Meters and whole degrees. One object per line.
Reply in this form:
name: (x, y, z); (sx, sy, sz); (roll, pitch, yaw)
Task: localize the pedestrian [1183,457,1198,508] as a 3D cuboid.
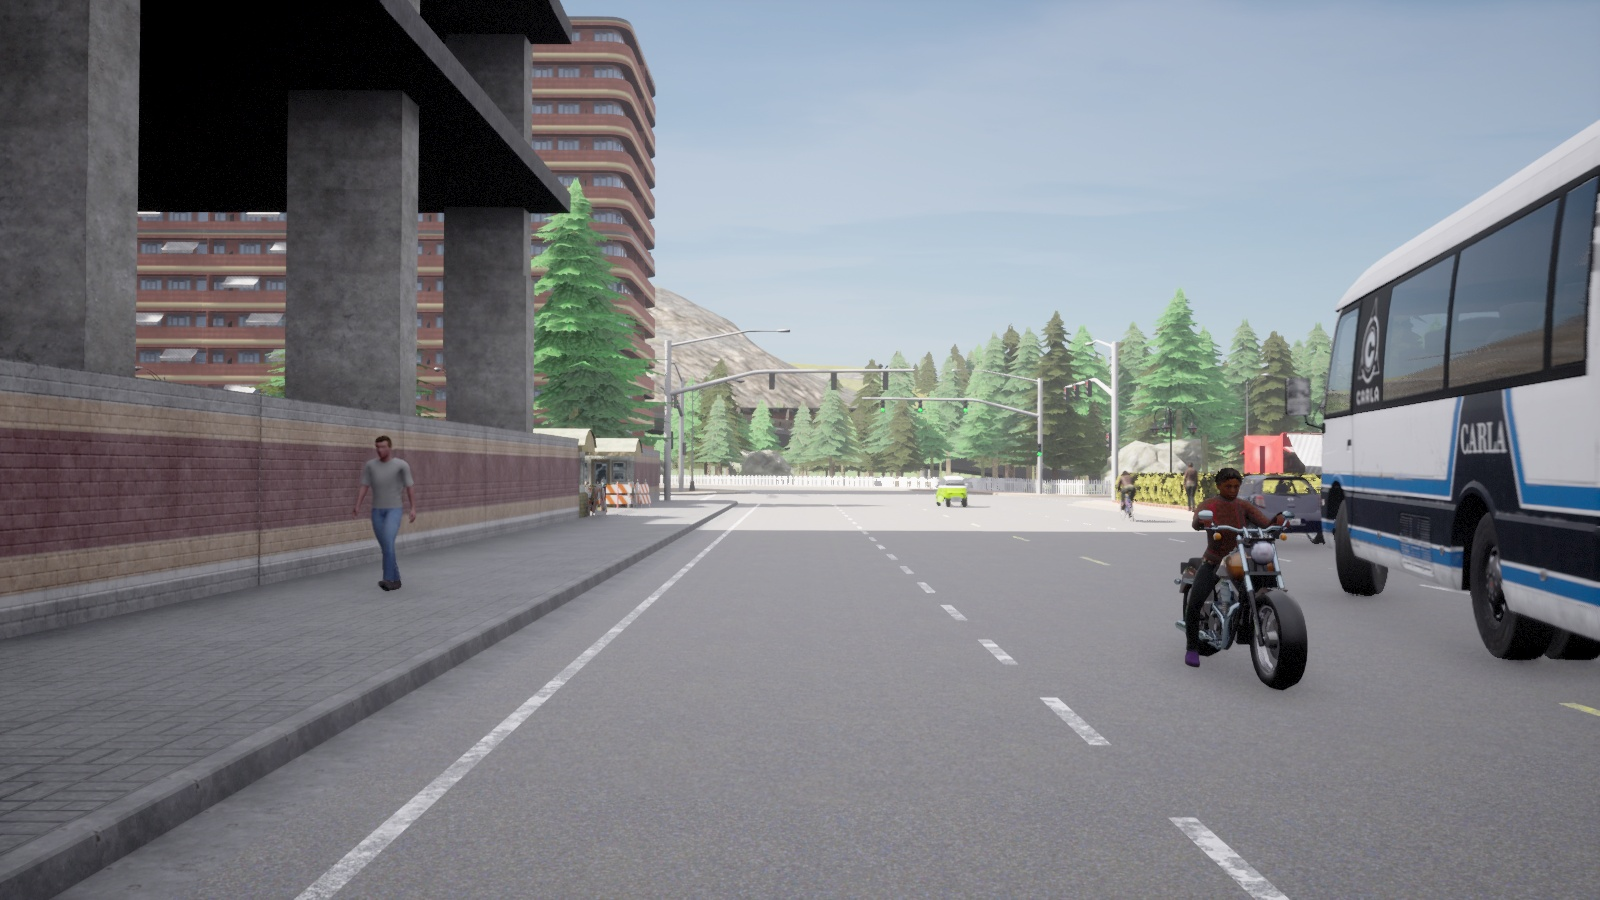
pedestrian: (13.884, 1.161, 44.633); (0.328, 1.805, 0.869); (0, -1, 7)

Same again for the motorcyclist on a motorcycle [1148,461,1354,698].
motorcyclist on a motorcycle: (3.475, 0.918, 9.942); (0.766, 1.649, 2.350); (0, -1, 0)

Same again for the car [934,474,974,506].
car: (6.861, 1.782, 56.158); (1.481, 1.376, 2.207); (0, 0, 0)

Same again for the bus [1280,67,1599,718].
bus: (7.856, -0.377, 12.876); (3.944, 4.253, 10.273); (-1, -1, 13)

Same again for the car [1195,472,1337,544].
car: (10.429, 1.262, 28.391); (1.845, 1.501, 3.633); (0, -1, 0)

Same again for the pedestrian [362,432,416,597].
pedestrian: (-4.706, 0.728, 14.391); (0.354, 1.836, 0.706); (0, -1, 3)
